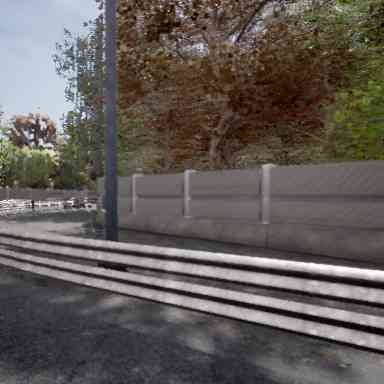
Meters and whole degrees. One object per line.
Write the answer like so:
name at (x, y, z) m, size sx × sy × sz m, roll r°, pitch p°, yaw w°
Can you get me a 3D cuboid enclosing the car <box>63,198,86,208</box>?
car at (-18.836, 1.752, 53.265) m, size 1.812 × 1.442 × 4.674 m, roll 0°, pitch 0°, yaw 13°
